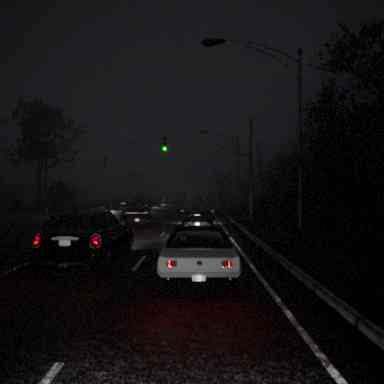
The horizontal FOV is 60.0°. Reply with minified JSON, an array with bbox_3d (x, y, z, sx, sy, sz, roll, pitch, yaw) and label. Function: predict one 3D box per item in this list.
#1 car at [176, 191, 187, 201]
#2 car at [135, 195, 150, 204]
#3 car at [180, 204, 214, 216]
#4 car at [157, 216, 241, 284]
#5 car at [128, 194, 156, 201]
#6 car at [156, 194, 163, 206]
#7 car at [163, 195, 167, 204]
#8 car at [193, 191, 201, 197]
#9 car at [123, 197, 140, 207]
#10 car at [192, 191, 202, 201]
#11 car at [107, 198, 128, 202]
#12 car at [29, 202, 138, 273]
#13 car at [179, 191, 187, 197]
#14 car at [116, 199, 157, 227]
[{"bbox_3d":[-2.352,0.787,72.780,2.150,2.045,5.566,0,3,1],"label":"car"},{"bbox_3d":[-9.514,1.413,64.332,1.882,1.535,5.008,0,2,1],"label":"car"},{"bbox_3d":[0.336,1.519,20.822,1.837,1.490,4.892,0,0,1],"label":"car"},{"bbox_3d":[0.179,1.607,9.530,1.895,1.301,4.718,0,0,1],"label":"car"},{"bbox_3d":[-6.469,1.251,43.832,2.150,2.045,5.566,0,0,1],"label":"car"},{"bbox_3d":[-6.275,1.514,53.908,1.882,1.535,5.008,0,0,1],"label":"car"},{"bbox_3d":[-6.029,1.295,64.013,2.097,1.767,4.553,0,2,1],"label":"car"},{"bbox_3d":[1.332,0.426,83.121,1.994,1.385,4.181,0,3,1],"label":"car"},{"bbox_3d":[-9.769,1.562,53.960,1.812,1.442,4.674,0,0,1],"label":"car"},{"bbox_3d":[1.147,1.089,72.703,2.128,1.511,4.902,0,3,1],"label":"car"},{"bbox_3d":[-9.962,1.520,43.737,2.128,1.511,4.902,0,0,1],"label":"car"},{"bbox_3d":[-3.302,1.359,10.824,2.097,1.767,4.553,0,0,1],"label":"car"},{"bbox_3d":[-2.167,0.467,83.215,1.895,1.301,4.718,0,3,1],"label":"car"},{"bbox_3d":[-3.950,1.507,22.818,2.128,1.511,4.902,0,0,-14],"label":"car"}]
